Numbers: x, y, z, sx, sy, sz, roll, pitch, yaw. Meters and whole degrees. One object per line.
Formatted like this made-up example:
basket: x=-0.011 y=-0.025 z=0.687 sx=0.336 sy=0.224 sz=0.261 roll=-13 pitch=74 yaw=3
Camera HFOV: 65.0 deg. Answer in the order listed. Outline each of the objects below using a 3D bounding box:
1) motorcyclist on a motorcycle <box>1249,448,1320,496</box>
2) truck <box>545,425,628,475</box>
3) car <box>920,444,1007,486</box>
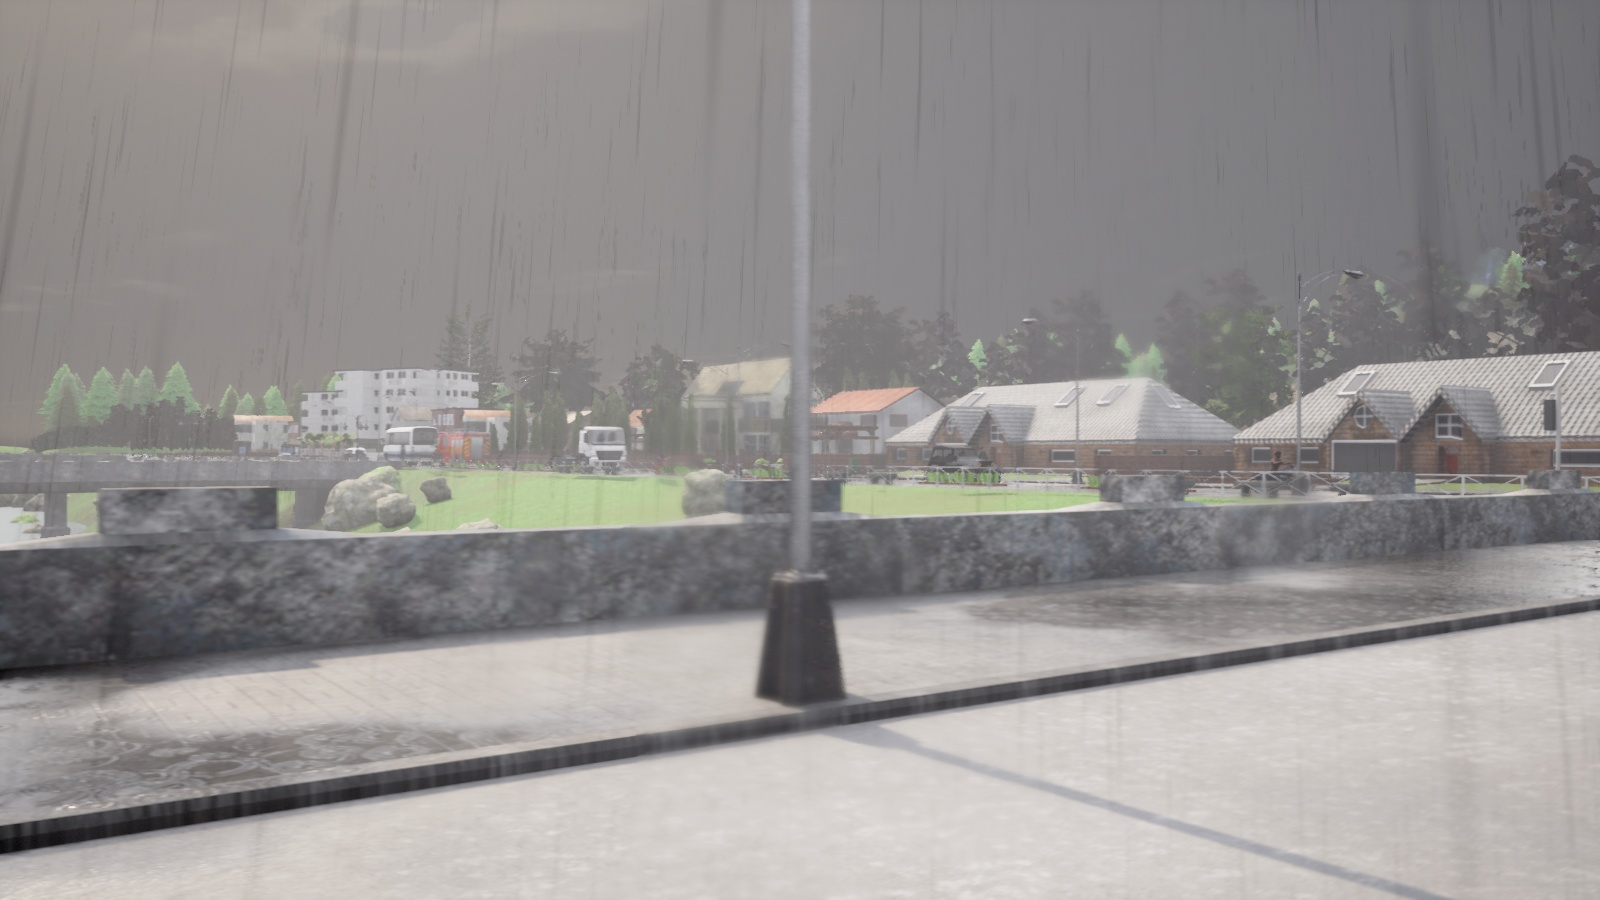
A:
motorcyclist on a motorcycle: x=17.223 y=0.768 z=44.683 sx=0.766 sy=1.649 sz=2.350 roll=0 pitch=0 yaw=-35
truck: x=-15.720 y=0.022 z=92.006 sx=2.891 sy=3.462 sz=7.936 roll=0 pitch=0 yaw=-35
car: x=7.574 y=0.668 z=58.544 sx=1.905 sy=1.878 sz=3.866 roll=0 pitch=0 yaw=-35
